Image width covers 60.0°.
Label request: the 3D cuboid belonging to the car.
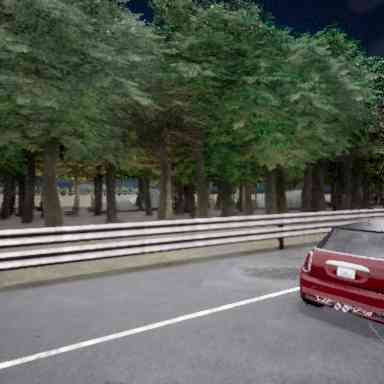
[{"bbox_3d":[4.275,1.343,6.653,4.553,1.767,2.097,0,0,-34],"label":"car"}]
